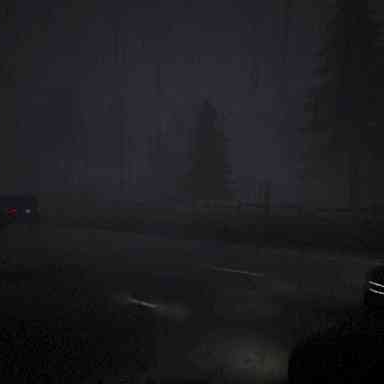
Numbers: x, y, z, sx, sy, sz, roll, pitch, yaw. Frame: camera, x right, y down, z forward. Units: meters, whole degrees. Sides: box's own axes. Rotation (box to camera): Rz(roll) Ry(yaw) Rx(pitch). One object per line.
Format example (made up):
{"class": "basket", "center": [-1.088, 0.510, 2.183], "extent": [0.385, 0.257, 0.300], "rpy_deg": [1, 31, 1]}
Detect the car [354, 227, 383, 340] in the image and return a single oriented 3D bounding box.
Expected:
{"class": "car", "center": [5.167, 1.478, 4.605], "extent": [5.008, 1.535, 1.882], "rpy_deg": [0, 0, 36]}

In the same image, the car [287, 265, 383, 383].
{"class": "car", "center": [2.906, 1.526, 1.903], "extent": [4.674, 1.442, 1.812], "rpy_deg": [0, 0, 35]}

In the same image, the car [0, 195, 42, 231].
{"class": "car", "center": [-11.772, 1.223, 20.984], "extent": [5.566, 2.045, 2.150], "rpy_deg": [0, 0, 35]}
